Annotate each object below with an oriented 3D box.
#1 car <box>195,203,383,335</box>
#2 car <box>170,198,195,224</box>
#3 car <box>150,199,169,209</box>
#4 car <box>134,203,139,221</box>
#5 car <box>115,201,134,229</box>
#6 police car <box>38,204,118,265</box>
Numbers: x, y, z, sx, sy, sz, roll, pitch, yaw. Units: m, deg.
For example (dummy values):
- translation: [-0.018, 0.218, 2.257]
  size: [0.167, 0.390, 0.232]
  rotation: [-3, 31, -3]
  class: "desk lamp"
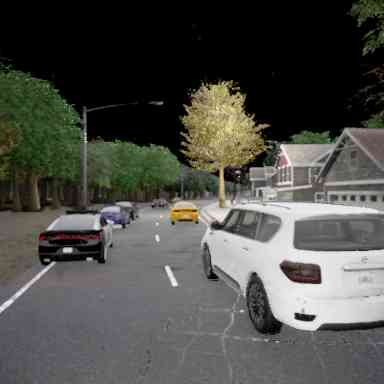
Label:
- translation: [1.761, 1.232, 7.017]
  size: [2.150, 2.045, 5.566]
  rotation: [0, 0, -11]
  class: "car"
- translation: [-0.615, 1.499, 25.134]
  size: [1.882, 1.535, 5.008]
  rotation: [0, 0, -4]
  class: "car"
- translation: [-4.412, 1.638, 46.237]
  size: [1.895, 1.301, 4.718]
  rotation: [0, 0, 5]
  class: "car"
- translation: [-5.529, 1.499, 27.633]
  size: [1.882, 1.535, 5.008]
  rotation: [0, 0, -3]
  class: "car"
- translation: [-5.101, 1.542, 21.676]
  size: [1.812, 1.442, 4.674]
  rotation: [0, 0, -5]
  class: "car"
- translation: [-3.896, 1.434, 11.906]
  size: [1.930, 1.638, 5.238]
  rotation: [0, 0, -9]
  class: "police car"
